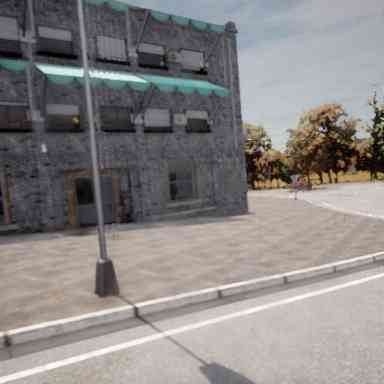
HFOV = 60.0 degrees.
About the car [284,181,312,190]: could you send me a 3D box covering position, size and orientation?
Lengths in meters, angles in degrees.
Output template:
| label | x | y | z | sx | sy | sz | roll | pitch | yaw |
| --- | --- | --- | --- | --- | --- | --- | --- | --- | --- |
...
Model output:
| label | x | y | z | sx | sy | sz | roll | pitch | yaw |
| --- | --- | --- | --- | --- | --- | --- | --- | --- | --- |
| car | 16.382 | -1.044 | 51.624 | 1.994 | 1.385 | 4.181 | -7 | 1 | -40 |
